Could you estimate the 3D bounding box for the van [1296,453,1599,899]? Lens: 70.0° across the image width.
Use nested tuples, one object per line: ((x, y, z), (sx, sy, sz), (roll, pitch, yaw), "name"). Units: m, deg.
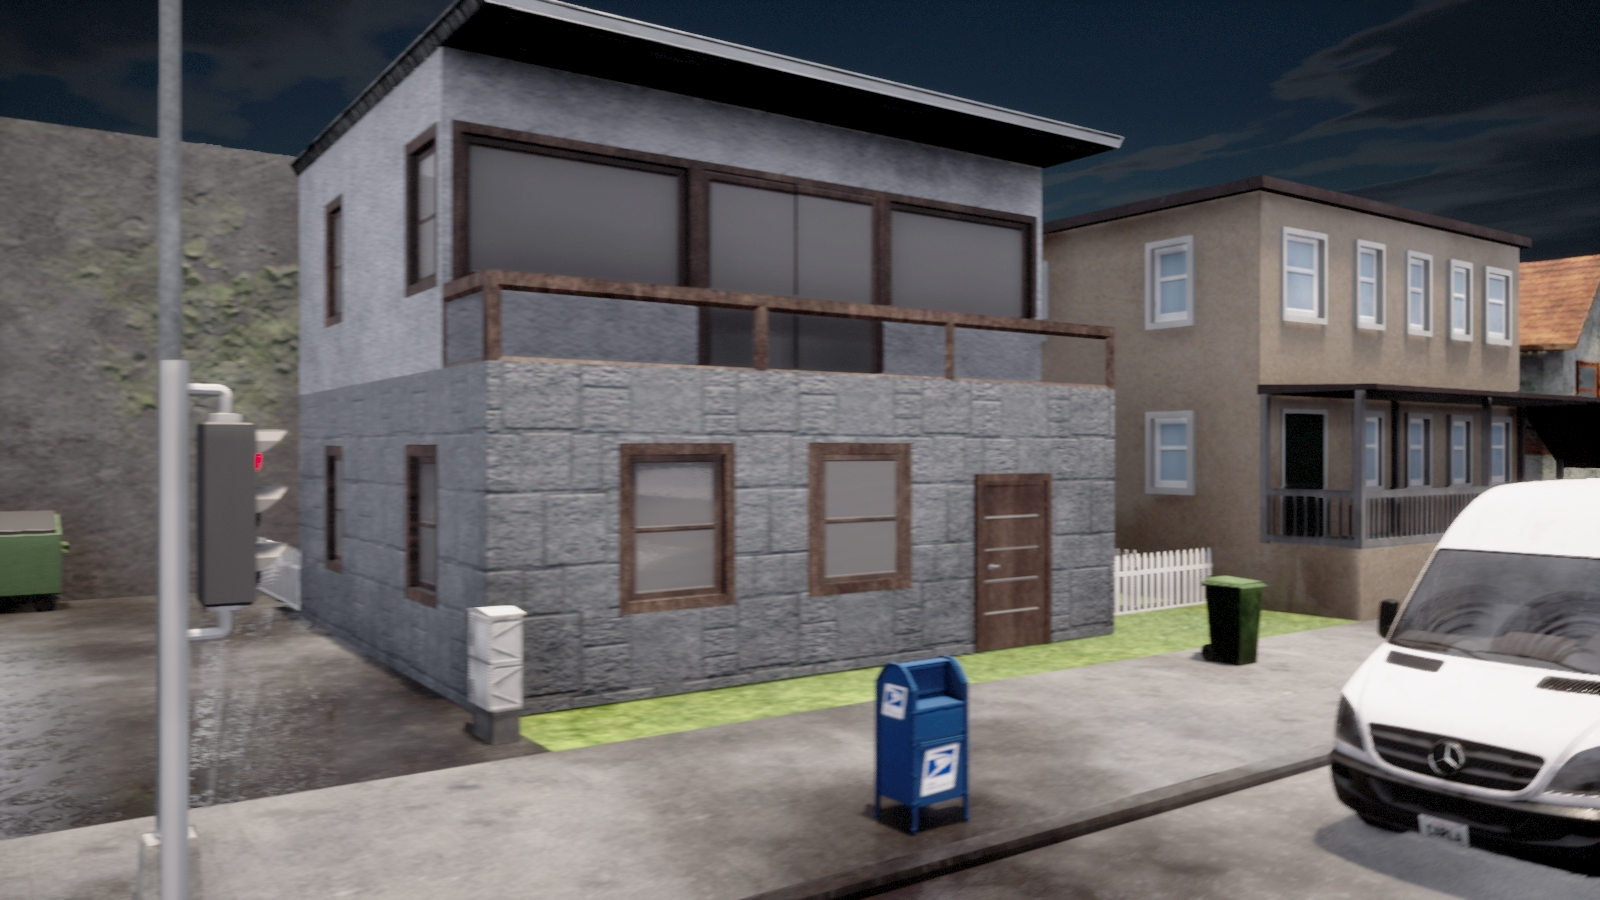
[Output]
((6.477, 1.314, 8.926), (5.915, 2.561, 1.988), (0, 0, -35), "van")
